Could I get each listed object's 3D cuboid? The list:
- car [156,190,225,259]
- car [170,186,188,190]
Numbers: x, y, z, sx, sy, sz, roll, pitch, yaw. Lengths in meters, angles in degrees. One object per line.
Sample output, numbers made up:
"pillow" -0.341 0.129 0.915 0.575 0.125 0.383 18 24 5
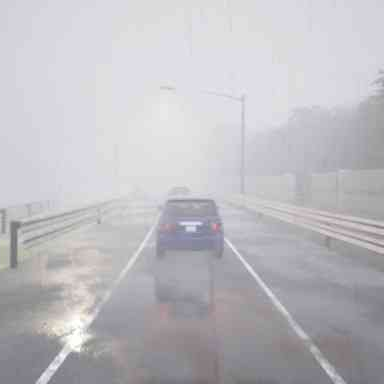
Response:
"car" -0.113 1.113 12.357 2.150 2.045 5.566 0 1 -2
"car" -1.330 0.415 33.825 2.150 2.045 5.566 0 2 -5
